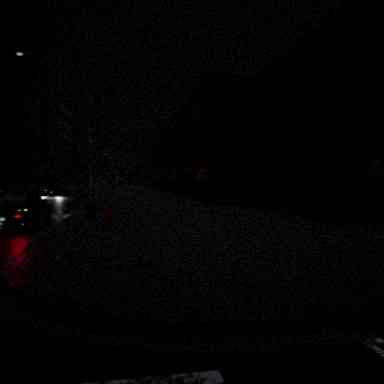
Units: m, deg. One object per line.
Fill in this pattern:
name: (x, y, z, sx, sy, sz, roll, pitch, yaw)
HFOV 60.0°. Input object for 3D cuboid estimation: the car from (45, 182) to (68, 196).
car: (-15.211, -0.338, 37.275, 1.837, 1.490, 4.892, 1, 2, -11)

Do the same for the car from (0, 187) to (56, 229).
car: (-7.618, 0.724, 14.819, 1.812, 1.442, 4.674, 1, 2, -12)

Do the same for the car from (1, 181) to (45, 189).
car: (-12.551, 0.053, 24.260, 2.097, 1.767, 4.553, 1, 2, -12)
